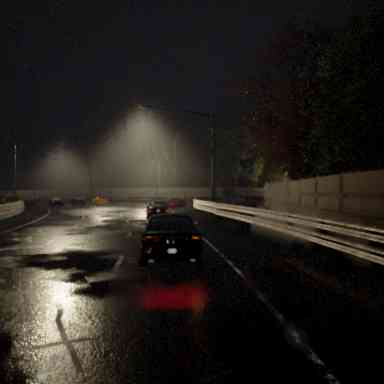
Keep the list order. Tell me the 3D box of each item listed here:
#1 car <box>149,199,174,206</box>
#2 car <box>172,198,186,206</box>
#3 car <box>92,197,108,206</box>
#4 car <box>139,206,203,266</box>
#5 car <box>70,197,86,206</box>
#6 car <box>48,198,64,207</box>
[{"bbox_3d":[-2.969,1.543,28.835,2.033,1.411,5.357,0,0,-7],"label":"car"},{"bbox_3d":[-2.164,1.547,46.574,1.994,1.385,4.181,0,0,14],"label":"car"},{"bbox_3d":[-15.625,1.509,56.401,1.882,1.535,5.008,0,0,-29],"label":"car"},{"bbox_3d":[-0.785,1.474,11.640,1.882,1.535,5.008,0,0,-6],"label":"car"},{"bbox_3d":[-18.908,1.537,55.087,2.128,1.511,4.902,0,0,-30],"label":"car"},{"bbox_3d":[-22.001,1.659,53.545,1.895,1.301,4.718,0,0,-30],"label":"car"}]
